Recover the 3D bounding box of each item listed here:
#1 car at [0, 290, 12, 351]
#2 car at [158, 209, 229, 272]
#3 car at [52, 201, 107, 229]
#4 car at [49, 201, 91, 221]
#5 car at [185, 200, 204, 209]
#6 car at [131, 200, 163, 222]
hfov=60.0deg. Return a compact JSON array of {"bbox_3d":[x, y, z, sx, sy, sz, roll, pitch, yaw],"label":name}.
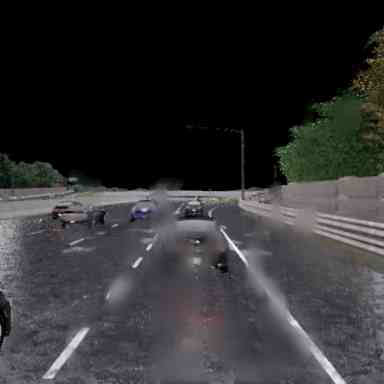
[{"bbox_3d":[-3.499,1.508,2.822,1.837,1.490,4.892,0,0,0],"label":"car"},{"bbox_3d":[0.100,1.519,10.848,1.837,1.490,4.892,0,0,0],"label":"car"},{"bbox_3d":[-6.898,1.518,21.628,2.128,1.511,4.902,0,0,0],"label":"car"},{"bbox_3d":[-10.398,1.541,28.686,1.837,1.490,4.892,0,0,0],"label":"car"},{"bbox_3d":[0.297,1.566,34.410,1.812,1.442,4.674,0,0,3],"label":"car"},{"bbox_3d":[-3.498,1.385,26.602,2.097,1.767,4.553,0,0,0],"label":"car"}]
